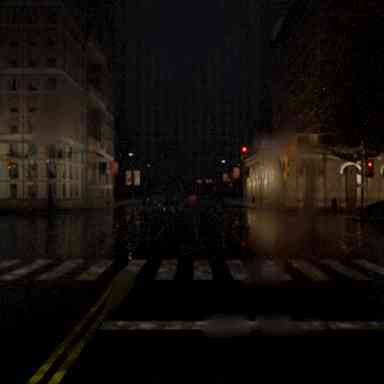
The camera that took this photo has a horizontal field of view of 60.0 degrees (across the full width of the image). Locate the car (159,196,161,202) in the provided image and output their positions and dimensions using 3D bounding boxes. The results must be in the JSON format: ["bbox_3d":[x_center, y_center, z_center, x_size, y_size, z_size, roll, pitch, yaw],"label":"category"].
[{"bbox_3d":[-6.986,1.546,67.892,1.994,1.385,4.181,0,0,1],"label":"car"}]

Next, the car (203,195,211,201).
[{"bbox_3d":[3.627,1.443,78.968,2.033,1.411,5.357,0,0,1],"label":"car"}]

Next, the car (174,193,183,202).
[{"bbox_3d":[-3.509,1.530,66.001,2.033,1.411,5.357,0,0,2],"label":"car"}]

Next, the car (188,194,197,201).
[{"bbox_3d":[0.126,1.259,78.971,2.097,1.767,4.553,0,0,1],"label":"car"}]

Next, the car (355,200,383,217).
[{"bbox_3d":[17.204,1.496,29.724,4.892,1.490,1.837,0,0,0],"label":"car"}]

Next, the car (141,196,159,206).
[{"bbox_3d":[-7.090,1.490,54.640,1.837,1.490,4.892,0,0,0],"label":"car"}]

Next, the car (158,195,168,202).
[{"bbox_3d":[-6.867,1.479,79.642,1.837,1.490,4.892,0,0,1],"label":"car"}]

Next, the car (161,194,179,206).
[{"bbox_3d":[-3.588,1.490,54.621,1.837,1.490,4.892,0,0,1],"label":"car"}]
